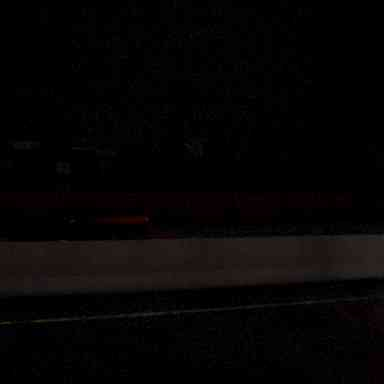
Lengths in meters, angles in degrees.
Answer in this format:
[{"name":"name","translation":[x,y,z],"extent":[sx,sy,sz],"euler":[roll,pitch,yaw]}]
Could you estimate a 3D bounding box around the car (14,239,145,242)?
[{"name":"car","translation":[-3.479,1.728,11.494],"extent":[4.181,1.385,1.994],"euler":[0,-1,-11]}]
